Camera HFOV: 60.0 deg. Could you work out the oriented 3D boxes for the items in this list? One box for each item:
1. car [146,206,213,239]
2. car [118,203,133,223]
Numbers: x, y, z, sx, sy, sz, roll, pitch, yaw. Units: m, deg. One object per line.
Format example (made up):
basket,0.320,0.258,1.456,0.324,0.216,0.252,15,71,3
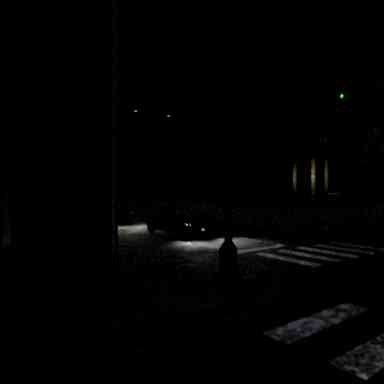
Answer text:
car,-0.833,1.513,17.731,1.812,1.442,4.674,0,0,-36
car,-6.217,1.467,25.189,1.882,1.535,5.008,0,0,-36
